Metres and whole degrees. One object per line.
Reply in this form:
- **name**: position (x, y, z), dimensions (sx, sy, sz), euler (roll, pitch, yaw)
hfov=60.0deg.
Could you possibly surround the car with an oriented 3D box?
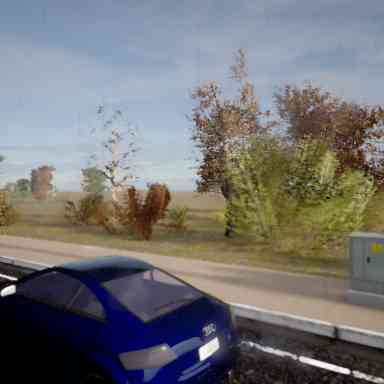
- **car**: position (-1.455, 1.606, 4.602), dimensions (4.181, 1.385, 1.994), euler (-1, 0, 36)
